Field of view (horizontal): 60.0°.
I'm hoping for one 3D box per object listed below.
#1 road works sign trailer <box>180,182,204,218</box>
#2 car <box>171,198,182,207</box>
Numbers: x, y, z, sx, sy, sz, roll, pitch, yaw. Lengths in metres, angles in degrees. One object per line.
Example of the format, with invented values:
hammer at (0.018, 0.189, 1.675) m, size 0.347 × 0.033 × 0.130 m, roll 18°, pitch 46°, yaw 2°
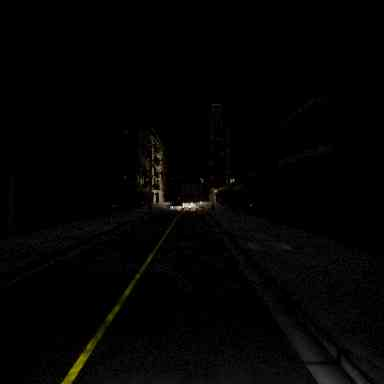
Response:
road works sign trailer at (-0.008, 0.780, 33.859) m, size 2.380 × 3.560 × 2.880 m, roll 0°, pitch -1°, yaw 0°
car at (-3.039, 1.987, 65.804) m, size 2.097 × 1.767 × 4.553 m, roll 0°, pitch -1°, yaw 0°
